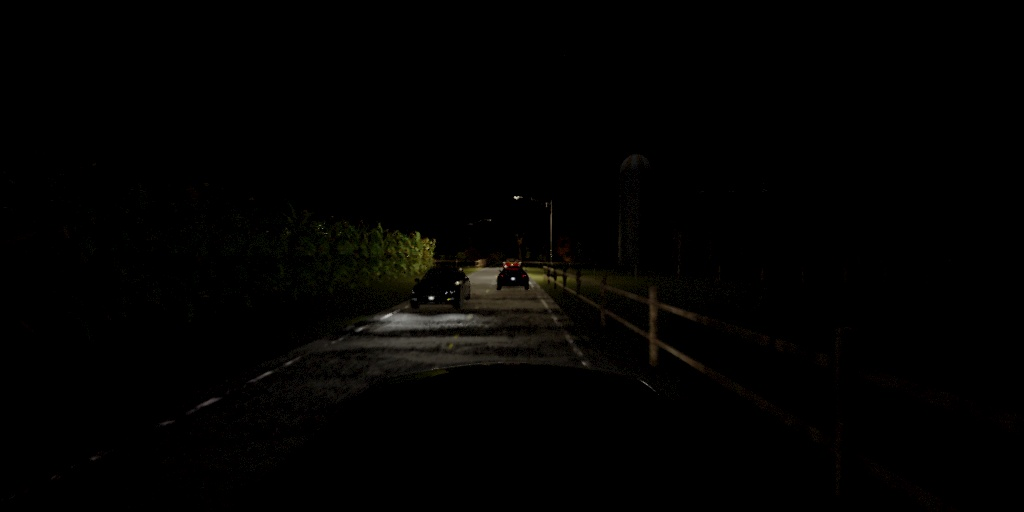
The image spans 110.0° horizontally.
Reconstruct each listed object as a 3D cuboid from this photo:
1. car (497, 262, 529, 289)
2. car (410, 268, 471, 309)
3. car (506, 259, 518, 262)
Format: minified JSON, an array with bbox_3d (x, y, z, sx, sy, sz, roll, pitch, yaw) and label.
[{"bbox_3d":[0.059,1.312,22.971,1.994,1.385,4.181,0,0,0],"label":"car"},{"bbox_3d":[-2.824,1.255,15.031,1.837,1.490,4.892,0,-1,0],"label":"car"},{"bbox_3d":[0.003,1.107,42.758,2.097,1.767,4.553,0,0,0],"label":"car"}]
